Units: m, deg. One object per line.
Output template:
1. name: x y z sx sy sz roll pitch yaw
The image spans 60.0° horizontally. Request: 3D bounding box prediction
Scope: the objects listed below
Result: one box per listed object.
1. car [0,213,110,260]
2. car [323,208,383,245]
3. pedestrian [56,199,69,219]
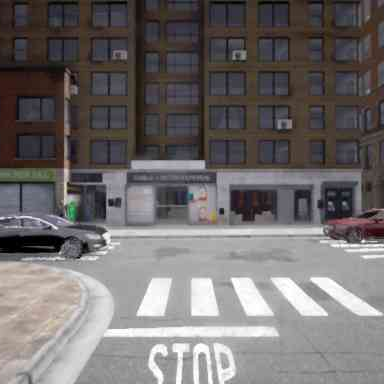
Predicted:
1. car: -5.395 1.501 11.668 4.902 1.511 2.128 -1 -1 0
2. car: 8.241 1.457 14.599 4.674 1.442 1.812 -1 -1 0
3. pedestrian: -6.870 1.271 17.536 0.375 1.860 0.375 0 0 0
